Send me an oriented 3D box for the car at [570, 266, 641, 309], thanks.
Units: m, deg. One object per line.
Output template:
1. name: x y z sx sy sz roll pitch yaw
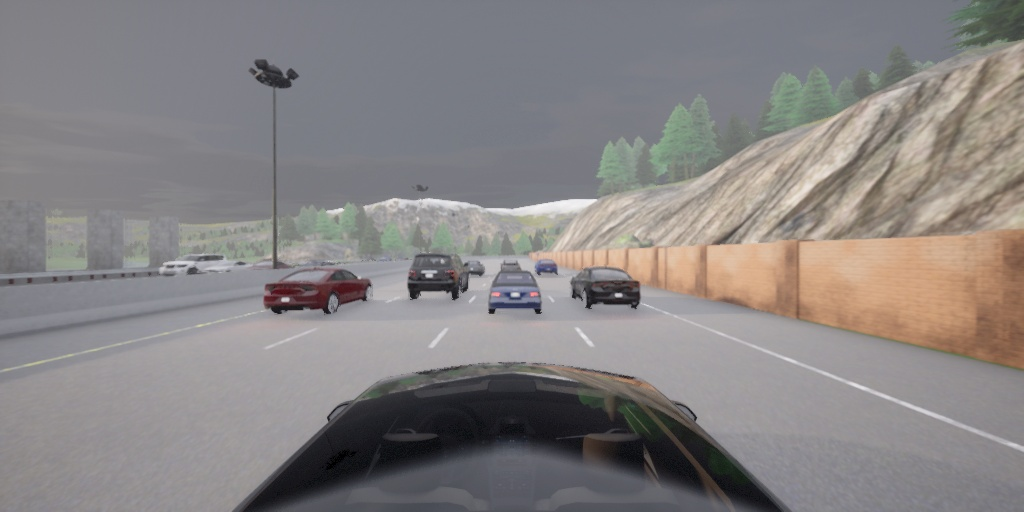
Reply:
1. car: 3.595 1.156 14.583 1.882 1.535 5.008 0 0 0

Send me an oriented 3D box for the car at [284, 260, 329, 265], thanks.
1. car: -17.831 1.080 32.442 2.128 1.511 4.902 0 0 -1

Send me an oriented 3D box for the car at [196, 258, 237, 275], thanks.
1. car: -24.817 1.119 31.681 1.812 1.442 4.674 0 0 -1

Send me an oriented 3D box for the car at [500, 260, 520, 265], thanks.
1. car: -0.172 1.067 33.807 2.128 1.511 4.902 0 0 -1

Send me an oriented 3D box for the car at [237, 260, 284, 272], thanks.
1. car: -21.311 1.119 31.471 1.812 1.442 4.674 0 0 -1

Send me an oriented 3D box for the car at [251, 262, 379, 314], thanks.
1. car: -6.903 1.166 13.396 1.882 1.535 5.008 0 0 0

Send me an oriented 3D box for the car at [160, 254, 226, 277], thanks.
1. car: -28.327 0.814 32.327 2.150 2.045 5.566 0 0 -1

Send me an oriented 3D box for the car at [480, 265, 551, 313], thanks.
1. car: 0.097 1.233 13.610 2.033 1.411 5.357 0 0 0

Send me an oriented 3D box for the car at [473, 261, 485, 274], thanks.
1. car: -3.689 1.136 34.505 1.994 1.385 4.181 0 0 -1

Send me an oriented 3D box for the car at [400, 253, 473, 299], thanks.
1. car: -3.414 0.887 17.449 2.150 2.045 5.566 0 0 0

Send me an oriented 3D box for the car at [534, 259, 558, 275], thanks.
1. car: 3.293 1.043 35.389 1.882 1.535 5.008 0 0 -1
